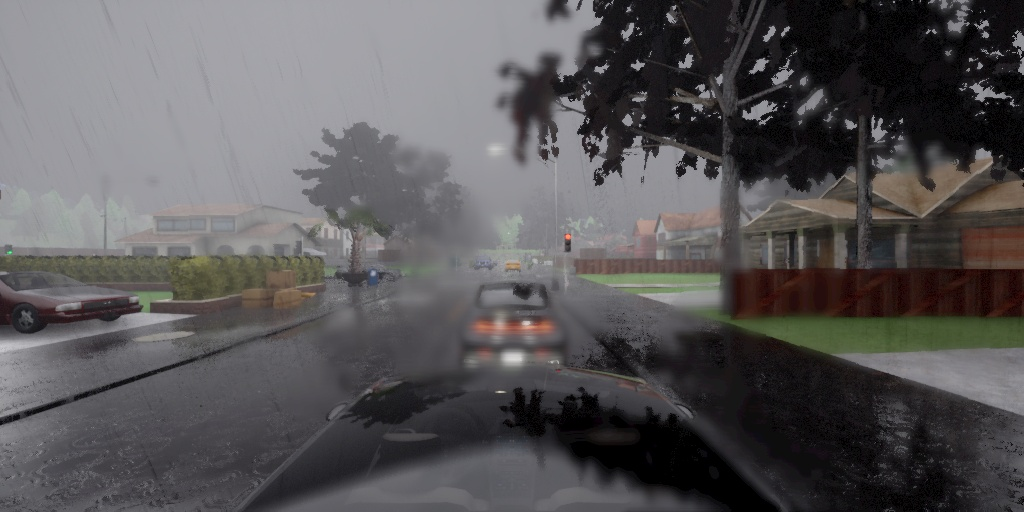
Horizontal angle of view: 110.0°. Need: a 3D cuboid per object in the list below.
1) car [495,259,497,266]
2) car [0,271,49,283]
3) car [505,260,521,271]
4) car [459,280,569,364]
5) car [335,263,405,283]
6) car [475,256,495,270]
[{"bbox_3d":[-4.024,1.241,62.308,2.128,1.511,4.902,0,0,0],"label":"car"},{"bbox_3d":[-43.850,1.241,30.851,4.902,1.511,2.128,0,0,0],"label":"car"},{"bbox_3d":[0.141,1.227,47.926,1.882,1.535,5.008,0,0,0],"label":"car"},{"bbox_3d":[0.047,1.255,7.654,1.837,1.490,4.892,0,0,1],"label":"car"},{"bbox_3d":[-10.588,1.241,26.856,4.902,1.511,2.128,0,0,-3],"label":"car"},{"bbox_3d":[-4.059,0.971,52.258,2.150,2.045,5.566,0,0,0],"label":"car"}]
